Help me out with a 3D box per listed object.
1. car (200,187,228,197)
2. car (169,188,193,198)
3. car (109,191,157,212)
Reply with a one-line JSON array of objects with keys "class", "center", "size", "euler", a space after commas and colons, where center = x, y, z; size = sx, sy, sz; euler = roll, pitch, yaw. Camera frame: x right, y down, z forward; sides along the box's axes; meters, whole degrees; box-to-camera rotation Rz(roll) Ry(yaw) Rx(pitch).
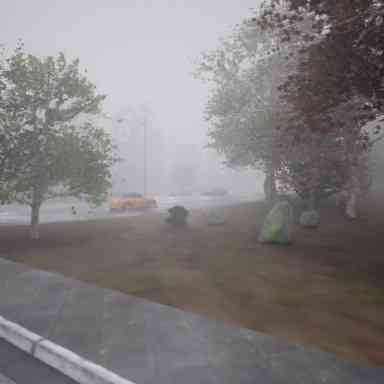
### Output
[{"class": "car", "center": [3.577, -0.034, 52.810], "size": [2.033, 1.411, 5.357], "euler": [1, 4, 39]}, {"class": "car", "center": [-1.712, 0.117, 51.887], "size": [1.994, 1.385, 4.181], "euler": [1, 4, 39]}, {"class": "car", "center": [-5.344, 0.799, 30.600], "size": [2.097, 1.767, 4.553], "euler": [1, 2, 39]}]
